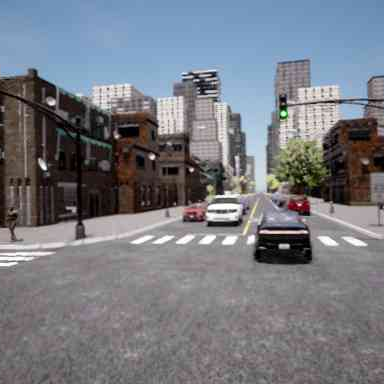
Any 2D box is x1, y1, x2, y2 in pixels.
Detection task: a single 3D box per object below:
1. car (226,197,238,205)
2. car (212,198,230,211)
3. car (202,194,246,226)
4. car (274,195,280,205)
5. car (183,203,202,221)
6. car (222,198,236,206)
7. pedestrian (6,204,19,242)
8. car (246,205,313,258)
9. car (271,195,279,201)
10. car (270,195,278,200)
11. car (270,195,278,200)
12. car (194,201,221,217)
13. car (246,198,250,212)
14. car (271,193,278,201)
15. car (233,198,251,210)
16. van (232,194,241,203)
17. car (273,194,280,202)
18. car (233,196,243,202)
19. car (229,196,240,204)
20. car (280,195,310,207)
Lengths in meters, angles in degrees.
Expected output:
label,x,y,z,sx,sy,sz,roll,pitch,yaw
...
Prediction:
label,x,y,z,sx,sy,sz,roll,pitch,yaw
car,7.266,1.619,59.927,1.802,1.307,4.206,-1,0,12
car,3.852,1.574,43.533,1.752,1.417,4.829,-1,0,12
car,2.451,1.236,24.065,2.150,2.045,5.566,-1,0,12
car,13.216,1.432,47.402,1.947,1.339,4.313,-1,0,12
car,0.423,1.612,27.493,1.887,1.381,4.507,-1,0,12
car,6.140,1.622,54.519,1.802,1.307,4.206,-1,0,12
pedestrian,-8.779,1.513,16.352,0.375,1.860,0.375,-1,0,12
car,3.321,1.454,12.582,2.128,1.511,4.902,-1,0,12
car,20.006,1.384,80.024,1.752,1.417,4.829,-1,0,12
car,22.225,1.427,90.677,1.947,1.339,4.313,-1,0,12
car,21.099,1.442,85.266,1.802,1.307,4.206,-1,0,12
car,1.635,1.625,32.881,1.947,1.339,4.313,-1,0,12
car,4.525,1.566,33.900,1.994,1.385,4.181,-1,0,12
car,16.594,1.440,63.629,1.802,1.307,4.206,-1,0,12
car,6.696,1.538,44.002,2.033,1.411,5.357,-1,0,12
van,9.513,1.376,70.747,1.690,1.788,3.998,-1,0,12
car,14.341,1.413,52.811,2.008,1.369,4.403,-1,0,12
car,10.643,1.586,76.156,2.008,1.369,4.403,-1,0,12
car,8.356,1.561,65.170,1.752,1.417,4.829,-1,0,12
car,9.833,1.197,31.174,2.192,1.841,5.009,-1,0,12
